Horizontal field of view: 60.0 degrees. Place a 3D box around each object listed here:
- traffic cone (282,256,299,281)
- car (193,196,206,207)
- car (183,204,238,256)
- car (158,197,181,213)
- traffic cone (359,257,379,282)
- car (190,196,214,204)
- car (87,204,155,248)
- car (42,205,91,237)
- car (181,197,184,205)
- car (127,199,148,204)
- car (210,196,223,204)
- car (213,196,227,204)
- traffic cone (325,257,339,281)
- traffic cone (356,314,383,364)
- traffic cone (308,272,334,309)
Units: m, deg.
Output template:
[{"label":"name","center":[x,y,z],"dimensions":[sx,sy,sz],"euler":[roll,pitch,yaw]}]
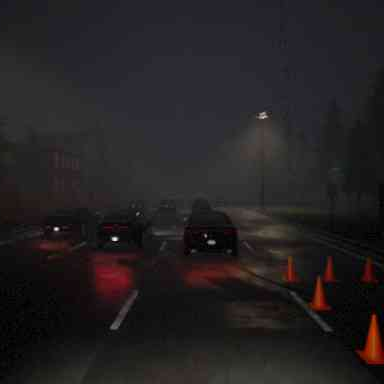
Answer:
[{"label":"traffic cone","center":[2.517,1.948,8.517],"dimensions":[0.340,0.580,0.340],"euler":[0,0,1]},{"label":"car","center":[1.082,1.410,50.728],"dimensions":[1.882,1.535,5.008],"euler":[0,0,1]},{"label":"car","center":[0.657,1.461,13.142],"dimensions":[1.882,1.535,5.008],"euler":[0,0,1]},{"label":"car","center":[-2.582,1.493,36.292],"dimensions":[2.033,1.411,5.357],"euler":[0,0,1]},{"label":"traffic cone","center":[4.517,1.952,8.494],"dimensions":[0.340,0.580,0.340],"euler":[0,0,1]},{"label":"car","center":[0.868,1.463,31.793],"dimensions":[1.837,1.490,4.892],"euler":[0,0,1]},{"label":"car","center":[-2.825,1.480,14.715],"dimensions":[1.837,1.490,4.892],"euler":[0,0,1]},{"label":"car","center":[-6.289,1.469,17.906],"dimensions":[1.837,1.490,4.892],"euler":[0,0,1]},{"label":"car","center":[-2.329,1.516,58.671],"dimensions":[1.895,1.301,4.718],"euler":[0,0,1]},{"label":"car","center":[-6.073,1.486,37.150],"dimensions":[2.033,1.411,5.357],"euler":[0,0,1]},{"label":"car","center":[4.616,1.470,62.689],"dimensions":[2.033,1.411,5.357],"euler":[0,0,1]},{"label":"car","center":[4.499,1.441,52.271],"dimensions":[1.837,1.490,4.892],"euler":[0,0,1]},{"label":"traffic cone","center":[3.519,1.950,8.507],"dimensions":[0.340,0.580,0.340],"euler":[0,0,1]},{"label":"traffic cone","center":[2.472,1.953,4.517],"dimensions":[0.340,0.580,0.340],"euler":[0,0,1]},{"label":"traffic cone","center":[2.495,1.951,6.517],"dimensions":[0.340,0.580,0.340],"euler":[0,0,1]}]
